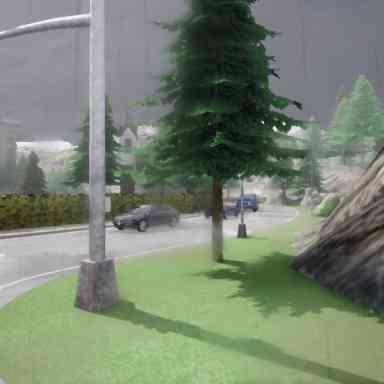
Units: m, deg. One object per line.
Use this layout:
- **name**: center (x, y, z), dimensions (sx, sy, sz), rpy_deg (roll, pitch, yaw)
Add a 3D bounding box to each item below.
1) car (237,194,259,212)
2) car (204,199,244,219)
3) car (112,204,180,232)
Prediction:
- **car**: center (6.522, 1.221, 38.802), dimensions (2.150, 2.045, 5.566), rpy_deg (0, 0, 16)
- **car**: center (2.723, 1.601, 29.124), dimensions (1.895, 1.301, 4.718), rpy_deg (0, 0, 26)
- **car**: center (-2.655, 1.505, 20.337), dimensions (1.837, 1.490, 4.892), rpy_deg (0, 0, 35)
